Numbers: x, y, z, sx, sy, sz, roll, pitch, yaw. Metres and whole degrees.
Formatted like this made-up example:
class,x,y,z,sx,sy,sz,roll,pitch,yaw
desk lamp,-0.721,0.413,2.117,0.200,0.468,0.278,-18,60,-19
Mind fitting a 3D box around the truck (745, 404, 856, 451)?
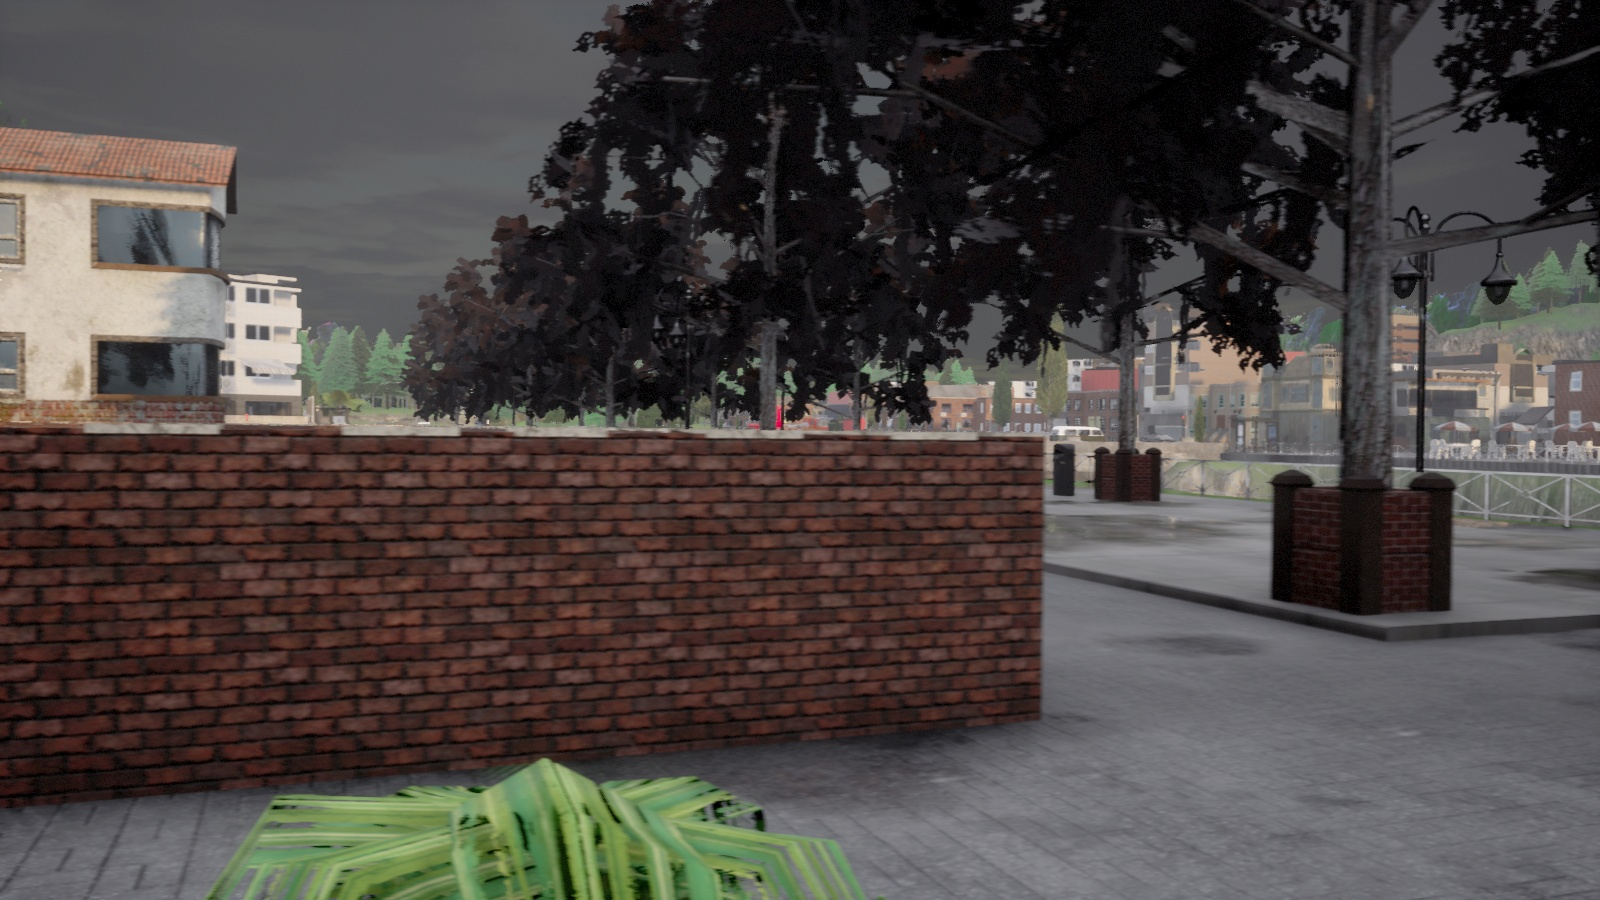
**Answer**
class,x,y,z,sx,sy,sz,roll,pitch,yaw
truck,0.030,-1.749,96.147,7.936,3.462,2.891,-1,1,-19
